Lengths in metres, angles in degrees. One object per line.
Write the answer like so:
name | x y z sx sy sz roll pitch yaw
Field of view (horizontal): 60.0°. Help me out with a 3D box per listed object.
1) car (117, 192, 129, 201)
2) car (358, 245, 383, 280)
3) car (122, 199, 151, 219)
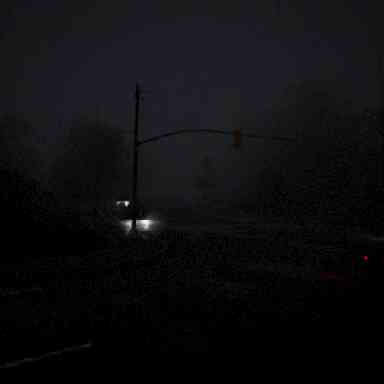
car | -11.454 0.729 55.301 2.033 1.411 5.357 1 2 -9
car | 6.446 1.746 7.028 2.033 1.411 5.357 2 -1 -32
car | -5.136 1.713 30.615 1.994 1.385 4.181 2 1 -20
